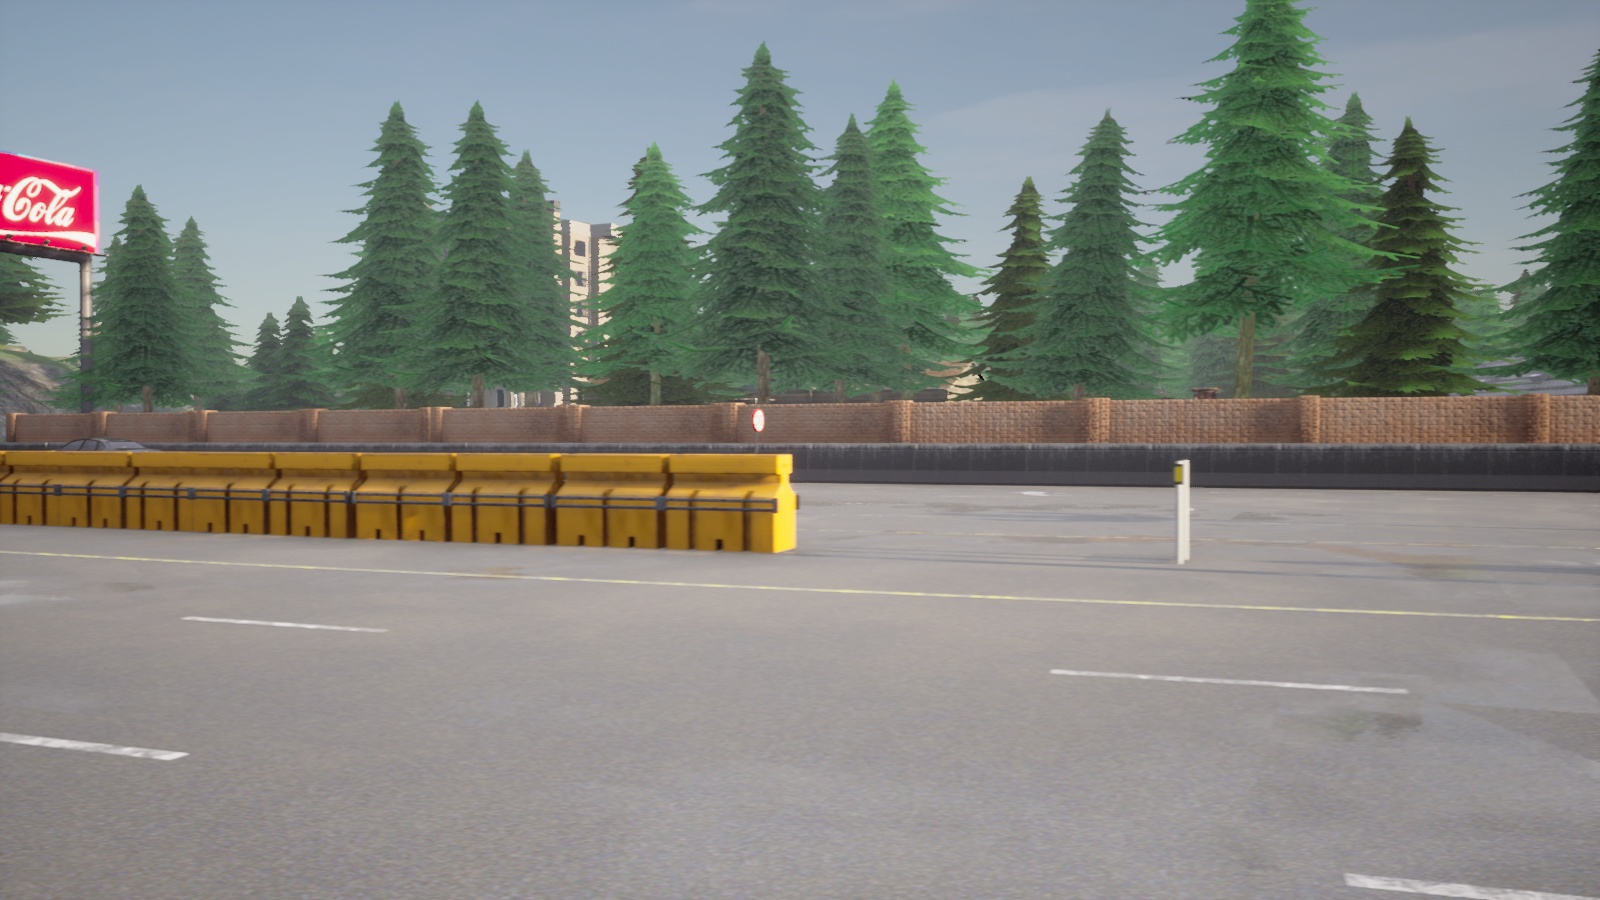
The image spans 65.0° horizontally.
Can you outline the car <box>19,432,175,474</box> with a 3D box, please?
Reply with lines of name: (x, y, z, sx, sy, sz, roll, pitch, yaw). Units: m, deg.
car: (-24.895, 0.080, 44.436, 5.357, 1.411, 2.033, 1, 1, 25)
